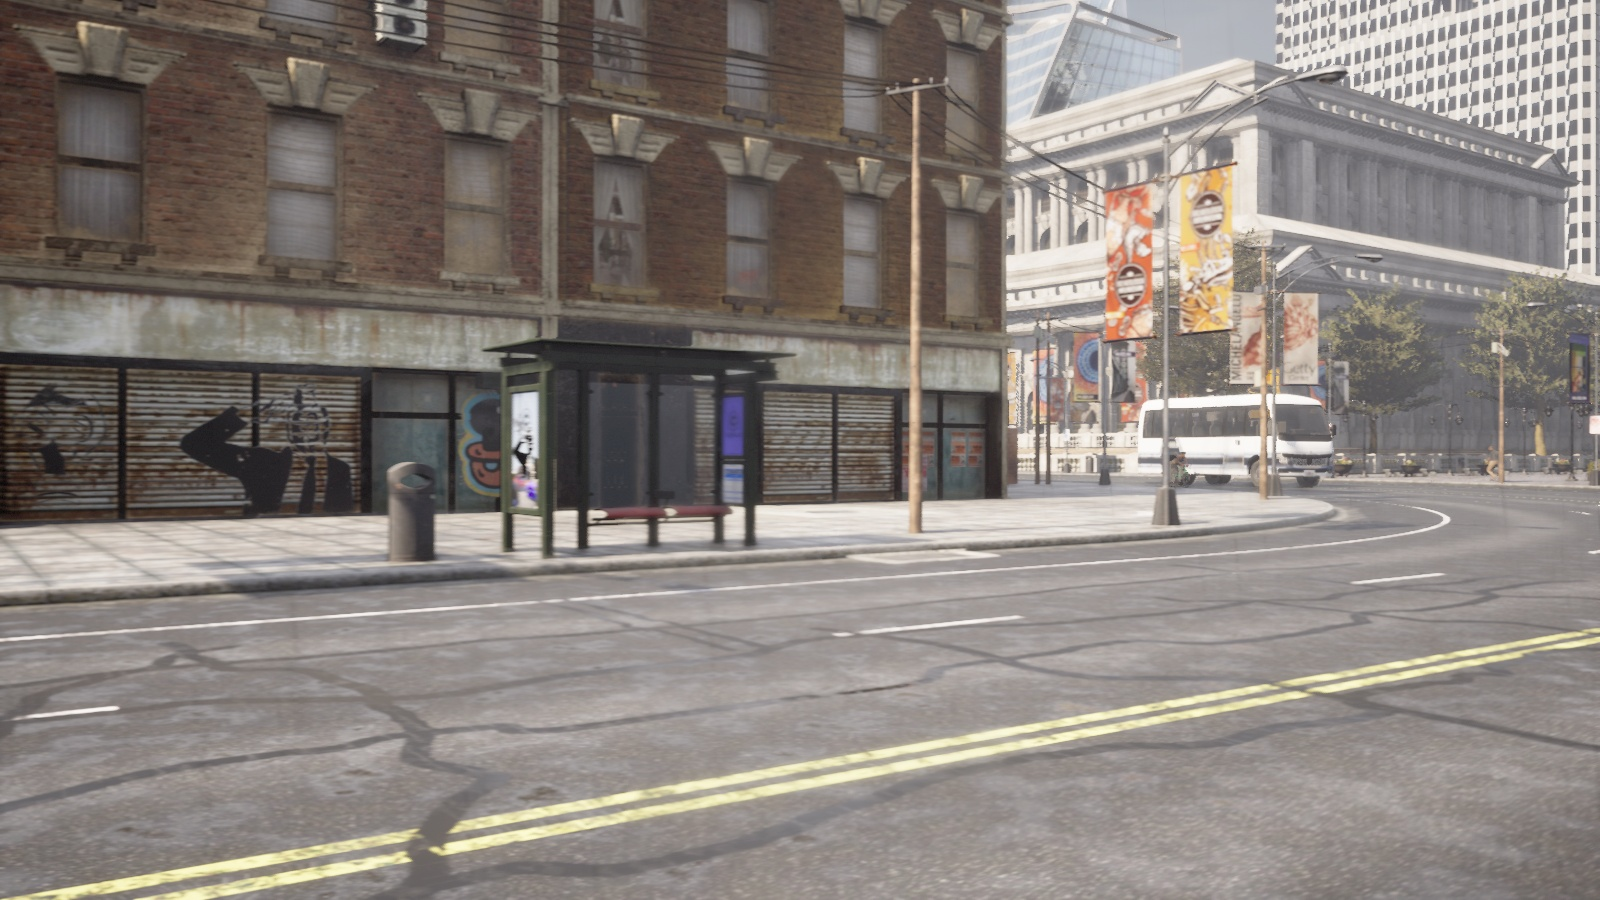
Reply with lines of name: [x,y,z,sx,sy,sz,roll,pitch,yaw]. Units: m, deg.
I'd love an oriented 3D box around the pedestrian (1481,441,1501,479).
pedestrian: [33.962,0.481,61.708,0.540,1.848,0.694,0,0,-28]

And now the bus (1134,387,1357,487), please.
bus: [20.563,-0.531,58.923,3.944,4.253,10.273,0,0,-23]
